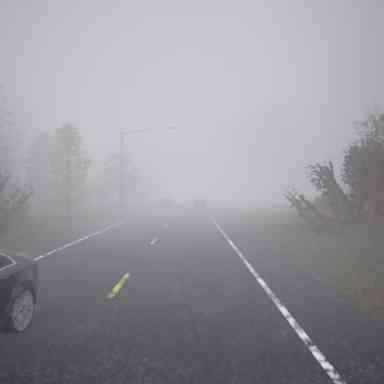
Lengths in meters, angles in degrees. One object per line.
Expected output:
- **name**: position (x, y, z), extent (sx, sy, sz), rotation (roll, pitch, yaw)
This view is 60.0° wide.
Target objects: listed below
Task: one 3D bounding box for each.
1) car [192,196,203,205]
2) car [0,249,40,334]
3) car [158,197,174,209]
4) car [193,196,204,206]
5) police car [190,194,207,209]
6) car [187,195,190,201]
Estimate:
- **car**: position (0.985, 1.536, 61.261), extent (1.812, 1.442, 4.674), rotation (0, 0, 0)
- **car**: position (-3.605, 1.496, 3.955), extent (2.128, 1.511, 4.902), rotation (0, 0, 0)
- **car**: position (-3.630, 1.524, 46.829), extent (1.837, 1.490, 4.892), rotation (0, 0, 0)
- **car**: position (0.991, 1.470, 55.450), extent (1.801, 1.575, 5.366), rotation (0, 0, 0)
- **police car**: position (1.002, 1.444, 45.370), extent (1.930, 1.638, 5.238), rotation (0, 0, 0)
- **car**: position (-0.084, 1.341, 78.715), extent (1.882, 1.535, 5.008), rotation (0, 0, 0)
